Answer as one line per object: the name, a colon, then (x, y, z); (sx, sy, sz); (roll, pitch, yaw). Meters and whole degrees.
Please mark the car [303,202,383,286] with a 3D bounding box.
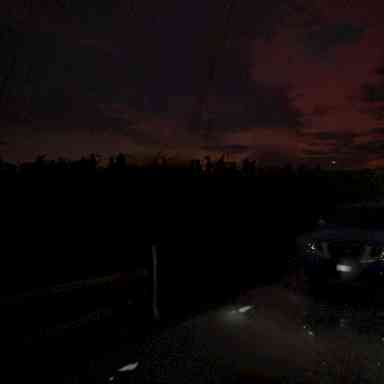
car: (5.085, 1.335, 9.424); (2.150, 2.045, 5.566); (-1, -1, 40)
